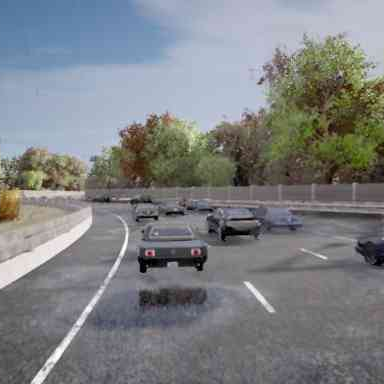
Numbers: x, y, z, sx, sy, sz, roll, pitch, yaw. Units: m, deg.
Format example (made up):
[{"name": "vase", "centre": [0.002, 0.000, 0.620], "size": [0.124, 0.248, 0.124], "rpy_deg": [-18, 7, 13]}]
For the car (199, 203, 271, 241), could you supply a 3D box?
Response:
[{"name": "car", "centre": [1.945, 1.531, 16.947], "size": [2.128, 1.511, 4.902], "rpy_deg": [0, 0, -9]}]

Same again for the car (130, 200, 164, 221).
[{"name": "car", "centre": [-4.012, 1.638, 27.872], "size": [2.033, 1.411, 5.357], "rpy_deg": [0, 0, -15]}]

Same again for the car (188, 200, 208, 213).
[{"name": "car", "centre": [0.722, 1.658, 39.013], "size": [1.994, 1.385, 4.181], "rpy_deg": [0, 0, -30]}]

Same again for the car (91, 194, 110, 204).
[{"name": "car", "centre": [-19.782, 1.492, 72.099], "size": [2.150, 2.045, 5.566], "rpy_deg": [0, 0, -42]}]

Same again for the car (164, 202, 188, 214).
[{"name": "car", "centre": [-2.228, 1.664, 33.748], "size": [1.994, 1.385, 4.181], "rpy_deg": [0, 0, -18]}]

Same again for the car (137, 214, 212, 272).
[{"name": "car", "centre": [-0.739, 1.634, 10.985], "size": [1.895, 1.301, 4.718], "rpy_deg": [0, 0, -6]}]

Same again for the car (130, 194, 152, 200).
[{"name": "car", "centre": [-8.710, 1.381, 56.400], "size": [2.150, 2.045, 5.566], "rpy_deg": [0, 0, -31]}]

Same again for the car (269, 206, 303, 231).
[{"name": "car", "centre": [4.857, 1.587, 20.651], "size": [2.033, 1.411, 5.357], "rpy_deg": [0, 0, -10]}]

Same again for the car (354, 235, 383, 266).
[{"name": "car", "centre": [6.532, 1.549, 8.656], "size": [2.033, 1.411, 5.357], "rpy_deg": [0, 0, -6]}]
